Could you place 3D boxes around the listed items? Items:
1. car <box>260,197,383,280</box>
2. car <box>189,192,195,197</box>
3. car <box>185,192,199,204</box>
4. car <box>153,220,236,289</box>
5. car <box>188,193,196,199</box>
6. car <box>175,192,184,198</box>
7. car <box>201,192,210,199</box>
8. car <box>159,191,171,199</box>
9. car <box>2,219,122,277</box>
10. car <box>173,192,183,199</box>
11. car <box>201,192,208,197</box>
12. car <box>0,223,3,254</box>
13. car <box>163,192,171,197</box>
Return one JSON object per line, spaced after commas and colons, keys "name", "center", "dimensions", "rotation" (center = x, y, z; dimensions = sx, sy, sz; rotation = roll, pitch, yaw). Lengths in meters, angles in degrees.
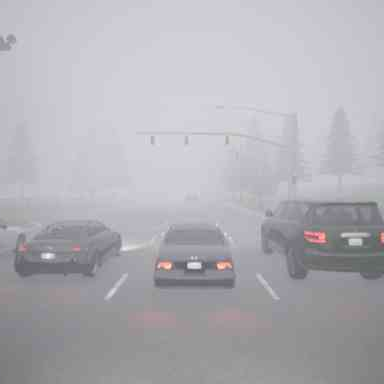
{"name": "car", "center": [3.568, 1.157, 9.907], "dimensions": [2.150, 2.045, 5.566], "rotation": [0, 0, 0]}
{"name": "car", "center": [-0.025, 0.704, 94.187], "dimensions": [1.882, 1.535, 5.008], "rotation": [0, 0, 0]}
{"name": "car", "center": [-0.016, 1.010, 53.125], "dimensions": [2.097, 1.767, 4.553], "rotation": [0, 0, 0]}
{"name": "car", "center": [0.064, 1.488, 9.088], "dimensions": [2.033, 1.411, 5.357], "rotation": [0, 0, 0]}
{"name": "car", "center": [-0.022, 0.992, 83.768], "dimensions": [2.033, 1.411, 5.357], "rotation": [0, 0, 0]}
{"name": "car", "center": [-3.525, 0.752, 94.186], "dimensions": [2.128, 1.511, 4.902], "rotation": [0, 0, 0]}
{"name": "car", "center": [3.478, 0.953, 83.769], "dimensions": [1.837, 1.490, 4.892], "rotation": [0, 0, 0]}
{"name": "car", "center": [-7.022, 0.678, 83.794], "dimensions": [2.150, 2.045, 5.566], "rotation": [0, 0, 0]}
{"name": "car", "center": [-3.436, 1.499, 10.012], "dimensions": [1.994, 1.385, 4.181], "rotation": [0, 0, 1]}
{"name": "car", "center": [-3.522, 0.975, 84.184], "dimensions": [1.812, 1.442, 4.674], "rotation": [0, 0, 0]}
{"name": "car", "center": [3.475, 0.704, 94.187], "dimensions": [1.882, 1.535, 5.008], "rotation": [0, 0, 0]}
{"name": "car", "center": [-6.932, 1.459, 10.247], "dimensions": [1.812, 1.442, 4.674], "rotation": [0, 0, 0]}
{"name": "car", "center": [-7.025, 0.779, 94.185], "dimensions": [1.994, 1.385, 4.181], "rotation": [0, 0, 0]}
